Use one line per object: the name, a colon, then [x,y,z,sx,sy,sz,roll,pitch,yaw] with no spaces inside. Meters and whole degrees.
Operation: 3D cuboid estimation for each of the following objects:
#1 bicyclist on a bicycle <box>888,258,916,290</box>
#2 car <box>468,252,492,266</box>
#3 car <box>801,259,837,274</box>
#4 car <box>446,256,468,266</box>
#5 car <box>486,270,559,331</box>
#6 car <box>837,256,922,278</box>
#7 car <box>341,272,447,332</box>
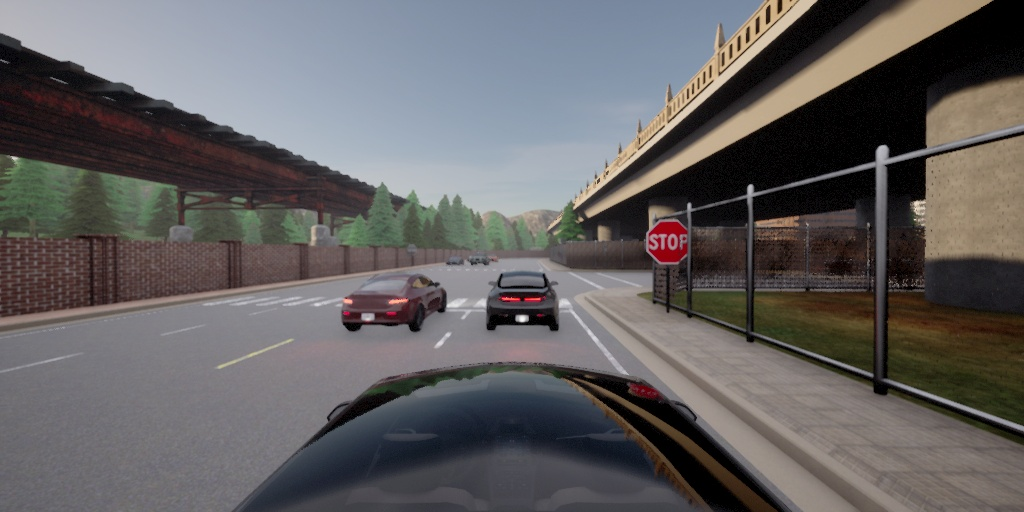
bicyclist on a bicycle: [19.145,0.858,17.792,0.582,1.620,1.656,0,0,2]
car: [-4.717,0.427,53.237,2.150,2.045,5.566,0,1,4]
car: [28.387,0.960,31.932,4.181,1.385,1.994,0,1,2]
car: [-8.268,0.768,52.412,2.033,1.411,5.357,0,1,3]
car: [0.326,1.159,10.602,1.837,1.490,4.892,0,0,2]
car: [29.219,0.785,28.395,4.553,1.767,2.097,0,1,2]
car: [-3.182,1.187,10.418,1.812,1.442,4.674,0,1,2]
